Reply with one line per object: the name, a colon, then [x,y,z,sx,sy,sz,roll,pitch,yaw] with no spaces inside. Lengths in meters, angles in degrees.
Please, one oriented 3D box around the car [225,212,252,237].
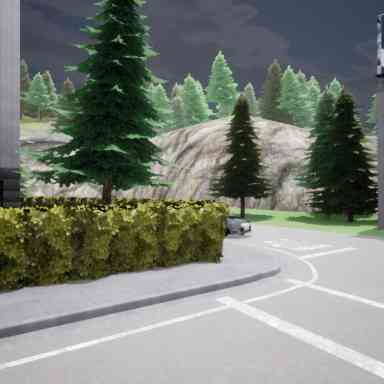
car: [1.221,1.668,19.335,2.128,1.511,4.902,0,0,-42]
